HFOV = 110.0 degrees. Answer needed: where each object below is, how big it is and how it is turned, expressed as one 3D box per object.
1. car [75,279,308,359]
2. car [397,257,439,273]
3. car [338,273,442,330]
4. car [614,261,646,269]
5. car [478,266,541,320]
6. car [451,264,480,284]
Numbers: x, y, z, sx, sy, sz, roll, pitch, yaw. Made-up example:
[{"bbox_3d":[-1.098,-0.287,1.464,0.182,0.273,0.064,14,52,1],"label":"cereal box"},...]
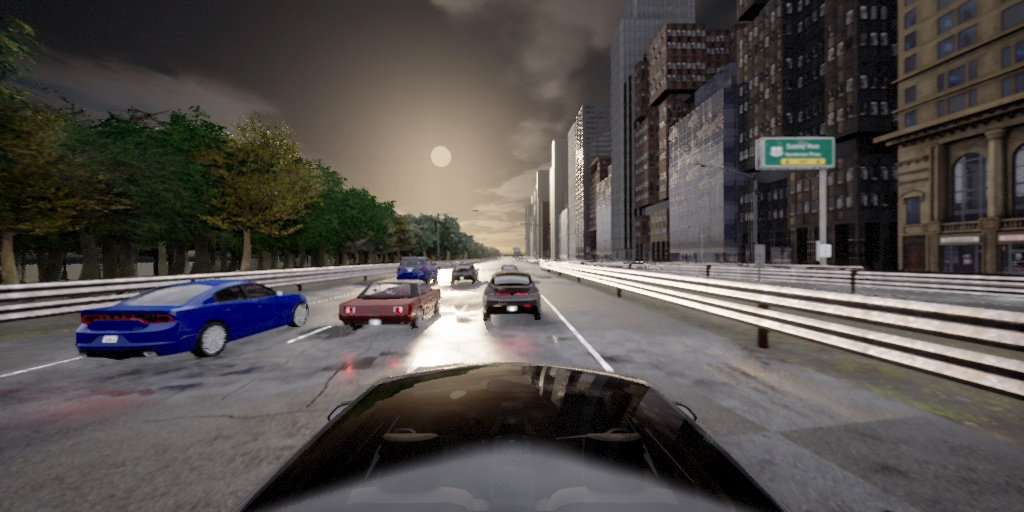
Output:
[{"bbox_3d":[-6.969,1.296,8.664,1.882,1.535,5.008,0,0,-1],"label":"car"},{"bbox_3d":[-7.221,1.120,27.889,2.150,2.045,5.566,0,0,-1],"label":"car"},{"bbox_3d":[-3.504,1.408,11.342,1.895,1.301,4.718,0,0,-1],"label":"car"},{"bbox_3d":[14.902,1.427,45.663,1.882,1.535,5.008,0,0,-19],"label":"car"},{"bbox_3d":[-0.024,1.297,12.888,1.837,1.490,4.892,0,0,-1],"label":"car"},{"bbox_3d":[-3.731,1.386,28.851,1.837,1.490,4.892,0,0,-1],"label":"car"}]
